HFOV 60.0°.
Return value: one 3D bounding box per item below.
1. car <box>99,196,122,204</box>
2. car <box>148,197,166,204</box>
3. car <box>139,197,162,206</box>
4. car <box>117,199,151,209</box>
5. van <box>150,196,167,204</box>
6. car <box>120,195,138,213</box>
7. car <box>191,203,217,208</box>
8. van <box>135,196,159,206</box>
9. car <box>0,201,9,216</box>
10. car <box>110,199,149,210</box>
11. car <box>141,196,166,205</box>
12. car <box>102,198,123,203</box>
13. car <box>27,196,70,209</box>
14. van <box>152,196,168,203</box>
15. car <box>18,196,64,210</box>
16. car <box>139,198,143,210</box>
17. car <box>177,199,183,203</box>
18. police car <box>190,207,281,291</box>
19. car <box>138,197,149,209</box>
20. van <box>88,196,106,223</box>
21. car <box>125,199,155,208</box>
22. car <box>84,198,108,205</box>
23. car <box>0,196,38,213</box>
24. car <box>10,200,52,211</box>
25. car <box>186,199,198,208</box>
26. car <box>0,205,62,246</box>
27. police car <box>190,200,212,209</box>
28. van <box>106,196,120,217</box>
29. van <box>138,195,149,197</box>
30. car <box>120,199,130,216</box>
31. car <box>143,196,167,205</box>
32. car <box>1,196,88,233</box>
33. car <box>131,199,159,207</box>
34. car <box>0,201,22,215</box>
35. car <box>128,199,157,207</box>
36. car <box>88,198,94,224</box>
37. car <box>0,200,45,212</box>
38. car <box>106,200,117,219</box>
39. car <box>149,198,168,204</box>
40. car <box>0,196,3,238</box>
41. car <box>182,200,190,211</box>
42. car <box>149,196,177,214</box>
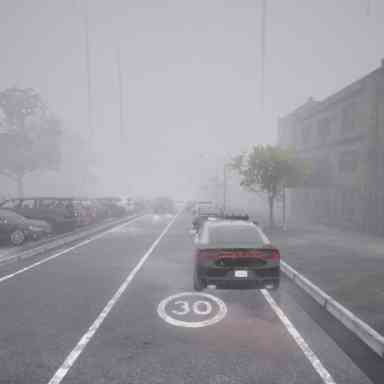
[{"bbox_3d":[-21.985,2.089,90.095,5.566,2.045,2.435,0,-1,0],"label":"car"},{"bbox_3d":[-8.904,2.151,85.005,4.553,1.767,2.185,0,-1,0],"label":"car"},{"bbox_3d":[-8.831,1.979,70.989,4.553,1.767,2.185,0,-1,0],"label":"car"},{"bbox_3d":[-8.878,1.893,51.366,4.792,1.488,2.163,0,-1,0],"label":"car"},{"bbox_3d":[-8.993,2.119,90.612,4.442,1.987,1.878,0,-1,0],"label":"van"},{"bbox_3d":[-8.865,1.432,34.553,5.566,2.045,2.435,0,-1,0],"label":"car"},{"bbox_3d":[0.988,1.584,19.095,1.837,1.490,4.892,0,-1,0],"label":"car"},{"bbox_3d":[-8.742,1.810,65.384,4.442,1.987,1.878,0,-1,0],"label":"van"},{"bbox_3d":[-21.887,1.713,34.407,4.792,1.488,2.163,0,-1,0],"label":"car"},{"bbox_3d":[-9.032,1.826,48.563,5.366,1.575,1.946,0,-1,0],"label":"car"},{"bbox_3d":[-8.838,1.922,76.597,5.566,2.045,2.435,0,-1,0],"label":"car"},{"bbox_3d":[-22.144,2.371,92.867,5.366,1.575,1.946,0,-1,0],"label":"car"},{"bbox_3d":[-21.900,1.609,50.994,5.566,2.045,2.435,0,-1,0],"label":"car"},{"bbox_3d":[-8.995,2.154,93.415,4.442,1.987,1.878,0,-1,0],"label":"van"},{"bbox_3d":[-21.897,1.576,48.333,5.566,2.045,2.435,0,-1,0],"label":"car"},{"bbox_3d":[-8.812,1.766,40.155,4.792,1.488,2.163,0,-1,0],"label":"car"},{"bbox_3d":[-3.196,2.333,82.743,1.994,1.385,4.181,0,-1,0],"label":"car"},{"bbox_3d":[0.981,1.431,9.187,1.930,1.638,5.238,0,0,0],"label":"police car"},{"bbox_3d":[-8.840,1.796,45.763,5.008,1.535,2.097,0,-1,0],"label":"car"},{"bbox_3d":[-8.716,1.356,23.339,4.442,1.987,1.878,0,-1,0],"label":"van"},{"bbox_3d":[-8.824,1.962,56.972,4.792,1.488,2.163,0,-1,0],"label":"car"},{"bbox_3d":[-21.952,2.171,76.213,4.892,1.521,2.231,0,-1,0],"label":"car"},{"bbox_3d":[-21.892,1.484,39.978,5.566,2.045,2.435,0,-1,0],"label":"car"},{"bbox_3d":[-21.922,1.833,45.422,4.674,1.452,2.002,0,-1,0],"label":"car"},{"bbox_3d":[0.041,2.060,59.947,1.994,1.385,4.181,0,-1,0],"label":"car"},{"bbox_3d":[-8.841,1.514,14.927,4.892,1.521,2.231,0,0,0],"label":"car"},{"bbox_3d":[0.991,1.559,25.215,1.930,1.638,5.238,0,-1,0],"label":"police car"},{"bbox_3d":[-8.950,1.407,28.946,4.442,1.987,1.878,0,-1,0],"label":"van"},{"bbox_3d":[-8.734,1.672,54.172,4.442,1.987,1.878,0,-1,0],"label":"van"},{"bbox_3d":[-8.830,1.658,31.747,5.008,1.535,2.097,0,-1,0],"label":"car"},{"bbox_3d":[-8.840,1.956,79.400,5.566,2.045,2.435,0,-1,0],"label":"car"},{"bbox_3d":[-8.861,1.283,17.735,5.566,2.045,2.435,0,0,0],"label":"car"},{"bbox_3d":[-8.852,2.001,62.578,5.008,1.535,2.097,0,-1,0],"label":"car"},{"bbox_3d":[-21.947,1.738,37.192,4.792,1.488,2.163,0,-1,0],"label":"car"},{"bbox_3d":[-8.826,1.996,59.775,4.792,1.488,2.163,0,-1,0],"label":"car"},{"bbox_3d":[-8.800,1.431,20.534,4.553,1.767,2.185,0,-1,0],"label":"car"},{"bbox_3d":[-21.917,1.765,42.762,5.008,1.535,2.097,0,-1,0],"label":"car"},{"bbox_3d":[-8.826,1.608,26.141,4.892,1.521,2.231,0,-1,0],"label":"car"},{"bbox_3d":[-8.868,2.312,87.806,4.892,1.521,2.231,0,-1,0],"label":"car"},{"bbox_3d":[-8.869,1.232,9.325,5.566,2.045,2.435,0,0,0],"label":"car"},{"bbox_3d":[0.072,1.882,46.267,2.033,1.411,5.357,0,-1,1],"label":"car"},{"bbox_3d":[-3.325,1.483,39.340,2.150,2.045,5.566,0,-1,0],"label":"car"}]
